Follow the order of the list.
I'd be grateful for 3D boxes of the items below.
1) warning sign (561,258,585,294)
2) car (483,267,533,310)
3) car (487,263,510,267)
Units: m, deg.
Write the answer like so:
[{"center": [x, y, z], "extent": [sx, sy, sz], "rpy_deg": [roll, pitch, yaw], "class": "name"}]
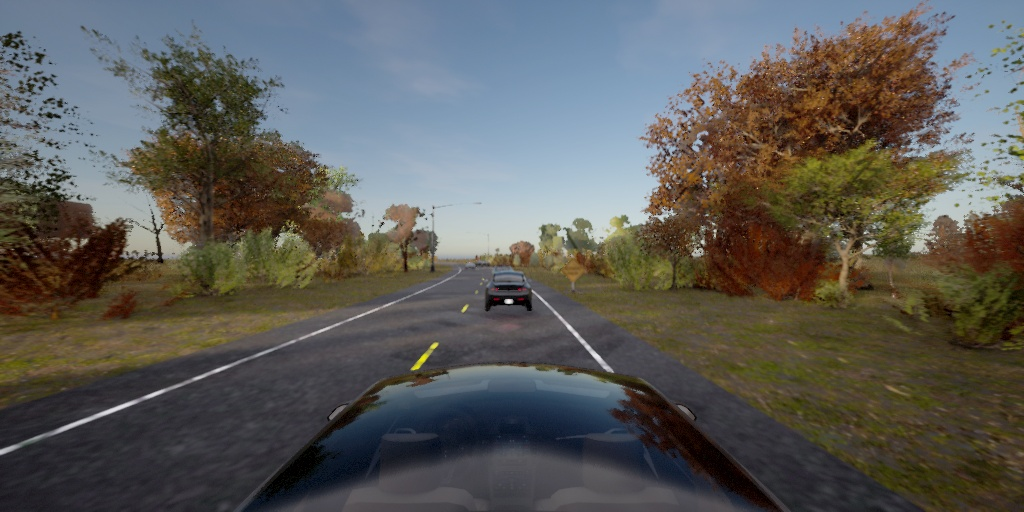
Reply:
[{"center": [3.253, 1.047, 19.132], "extent": [1.300, 1.860, 1.060], "rpy_deg": [0, 0, -2], "class": "warning sign"}, {"center": [-0.170, 1.401, 15.446], "extent": [1.837, 1.490, 4.892], "rpy_deg": [0, 0, -1], "class": "car"}, {"center": [-0.818, 1.539, 30.479], "extent": [2.128, 1.511, 4.902], "rpy_deg": [0, 0, -3], "class": "car"}]
